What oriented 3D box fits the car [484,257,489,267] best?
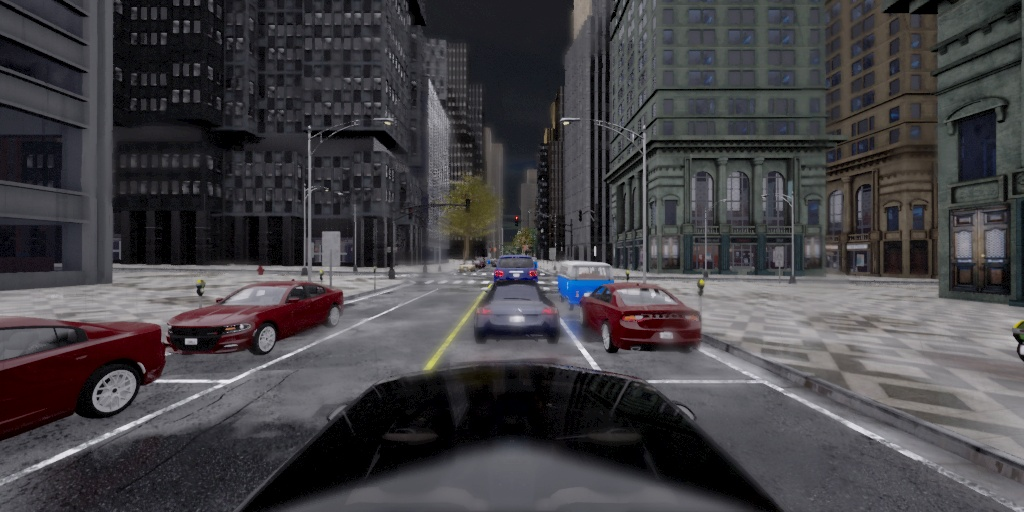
[{"bbox_3d":[-5.714,1.102,62.659,2.192,1.841,5.009,0,0,0],"label":"car"}]

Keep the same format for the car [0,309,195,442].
[{"bbox_3d":[-5.777,1.295,3.172,1.888,1.381,4.507,0,0,0],"label":"car"}]

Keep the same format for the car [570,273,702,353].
[{"bbox_3d":[2.782,1.296,8.672,1.888,1.381,4.507,0,0,0],"label":"car"}]

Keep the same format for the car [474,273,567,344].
[{"bbox_3d":[0.108,1.315,9.631,1.994,1.385,4.181,0,0,0],"label":"car"}]

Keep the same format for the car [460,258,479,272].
[{"bbox_3d":[-5.733,1.297,46.620,1.751,1.417,4.829,0,0,0],"label":"car"}]

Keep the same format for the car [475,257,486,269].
[{"bbox_3d":[-5.718,1.326,57.370,1.888,1.381,4.507,0,0,0],"label":"car"}]

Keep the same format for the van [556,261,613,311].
[{"bbox_3d":[2.787,1.093,14.197,1.690,1.789,3.998,0,0,0],"label":"van"}]

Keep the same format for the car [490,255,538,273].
[{"bbox_3d":[0.134,0.975,19.043,2.150,2.045,5.566,0,0,-1],"label":"car"}]

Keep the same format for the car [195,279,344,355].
[{"bbox_3d":[-5.774,1.296,8.697,1.888,1.381,4.507,0,0,0],"label":"car"}]
